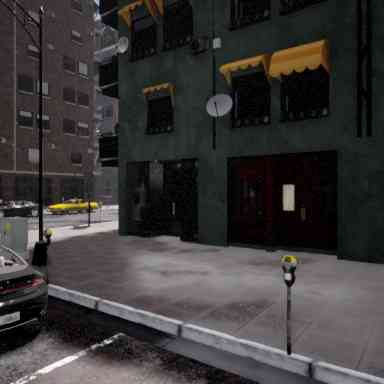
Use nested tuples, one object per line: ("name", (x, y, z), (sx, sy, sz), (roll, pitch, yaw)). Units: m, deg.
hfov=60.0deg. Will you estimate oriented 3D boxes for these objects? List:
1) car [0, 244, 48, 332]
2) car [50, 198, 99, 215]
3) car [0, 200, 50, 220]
("car", (-4.343, 1.551, 5.969), (4.403, 1.369, 2.008), (0, 0, 35))
("car", (-10.824, 1.249, 30.403), (1.752, 1.417, 4.829), (1, 1, 35))
("car", (-13.912, 1.349, 25.977), (2.008, 1.369, 4.403), (1, 1, 35))
